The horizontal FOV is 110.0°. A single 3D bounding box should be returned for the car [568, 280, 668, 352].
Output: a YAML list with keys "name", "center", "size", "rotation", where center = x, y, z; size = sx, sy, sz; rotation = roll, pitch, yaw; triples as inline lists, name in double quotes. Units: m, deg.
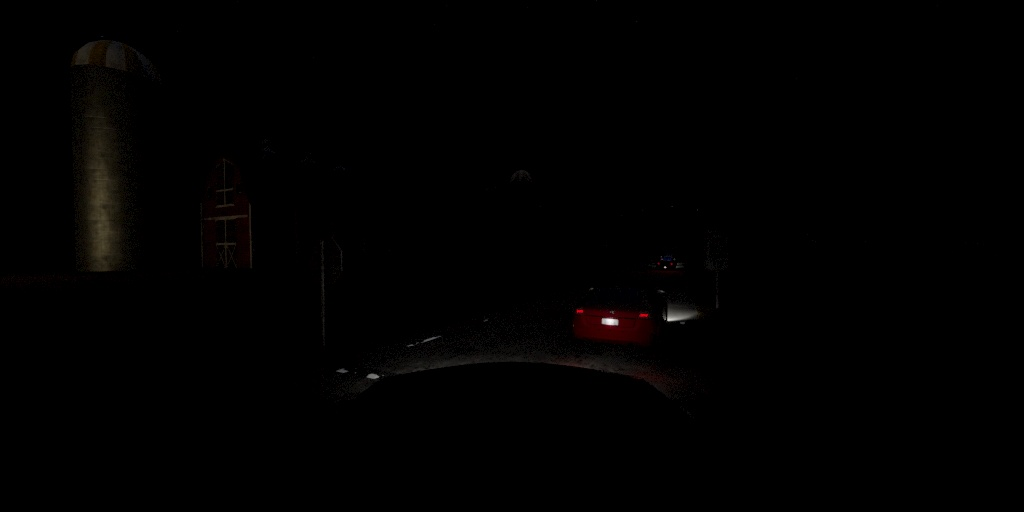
- name: "car"
  center: [2.847, 1.306, 9.141]
  size: [1.994, 1.385, 4.181]
  rotation: [0, 0, 25]

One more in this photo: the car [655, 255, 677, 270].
- name: "car"
  center: [16.371, 0.787, 38.094]
  size: [1.895, 1.301, 4.718]
  rotation: [0, 1, 25]
